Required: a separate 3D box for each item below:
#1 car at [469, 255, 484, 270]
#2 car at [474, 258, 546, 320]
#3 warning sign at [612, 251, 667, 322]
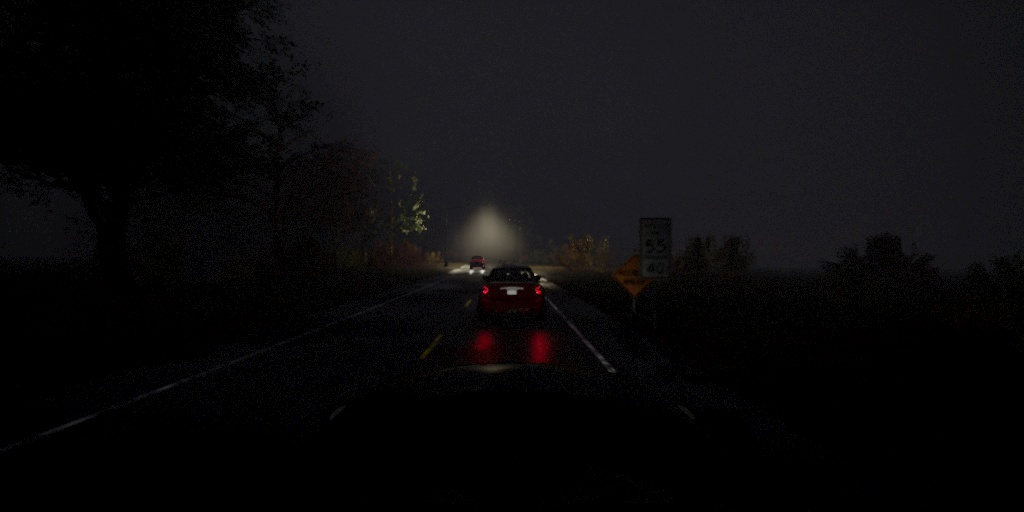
[{"bbox_3d":[-4.973,0.903,52.003,2.150,2.045,5.566,0,0,-3],"label":"car"},{"bbox_3d":[-0.012,1.092,12.758,2.097,1.767,4.553,0,0,0],"label":"car"},{"bbox_3d":[3.511,0.856,10.343,1.300,1.860,1.060,0,0,-1],"label":"warning sign"}]
